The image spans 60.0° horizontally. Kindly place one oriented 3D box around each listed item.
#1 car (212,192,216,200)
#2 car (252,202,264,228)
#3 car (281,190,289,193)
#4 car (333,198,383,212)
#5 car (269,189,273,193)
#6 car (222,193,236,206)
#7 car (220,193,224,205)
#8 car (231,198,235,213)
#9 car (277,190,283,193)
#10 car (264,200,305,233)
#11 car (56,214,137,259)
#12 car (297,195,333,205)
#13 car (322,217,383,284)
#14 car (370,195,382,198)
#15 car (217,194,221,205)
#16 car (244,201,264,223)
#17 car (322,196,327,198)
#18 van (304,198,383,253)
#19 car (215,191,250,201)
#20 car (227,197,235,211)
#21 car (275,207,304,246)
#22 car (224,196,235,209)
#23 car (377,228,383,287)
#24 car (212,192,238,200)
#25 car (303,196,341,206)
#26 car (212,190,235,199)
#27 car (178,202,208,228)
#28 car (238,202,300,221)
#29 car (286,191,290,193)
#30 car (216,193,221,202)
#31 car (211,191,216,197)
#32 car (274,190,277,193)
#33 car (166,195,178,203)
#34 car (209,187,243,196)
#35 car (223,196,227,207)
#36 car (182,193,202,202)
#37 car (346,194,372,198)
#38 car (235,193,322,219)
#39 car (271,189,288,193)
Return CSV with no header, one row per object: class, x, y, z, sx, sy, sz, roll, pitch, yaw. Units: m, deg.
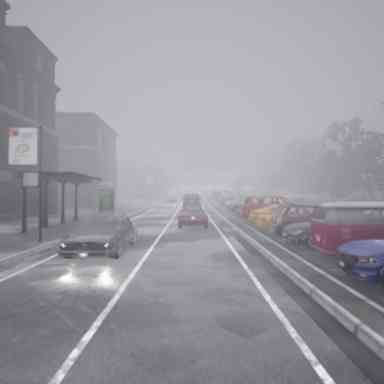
car,6.464,1.140,58.508,4.792,1.488,2.163,0,2,0
car,6.498,1.553,19.497,5.366,1.575,1.946,0,0,0
car,19.771,1.006,61.280,5.366,1.575,1.946,0,2,0
car,19.489,1.517,39.109,5.008,1.535,2.097,0,1,0
car,19.640,0.557,72.557,4.674,1.452,2.002,0,3,0
car,6.447,1.362,41.784,4.553,1.767,2.185,0,1,0
car,6.460,1.321,44.564,4.553,1.767,2.185,0,1,0
car,6.335,1.599,30.633,4.792,1.488,2.163,0,0,0
car,19.784,0.898,64.074,5.366,1.575,1.946,0,2,0
car,6.269,1.427,16.840,4.553,1.767,2.185,0,0,0
car,-3.360,1.572,12.956,2.033,1.411,5.357,0,0,0
car,19.542,1.264,53.048,5.008,1.535,2.097,0,1,0
car,6.267,1.537,8.365,5.008,1.535,2.097,0,0,0
car,19.476,1.442,30.738,4.553,1.767,2.185,0,0,0
car,6.470,1.426,47.354,4.792,1.488,2.163,0,1,0
car,6.320,1.561,22.281,5.008,1.535,2.097,0,0,0
car,19.311,1.481,41.899,5.366,1.575,1.946,0,1,0
van,6.391,1.317,11.148,4.442,1.987,1.878,0,0,0
car,6.436,1.145,52.924,4.553,1.767,2.185,0,1,0
car,6.372,1.561,33.421,5.008,1.535,2.097,0,0,0
car,6.294,1.549,13.932,4.892,1.521,2.231,0,0,0
car,6.384,1.544,36.210,5.008,1.535,2.097,0,0,0
car,6.243,1.531,5.582,5.008,1.535,2.097,0,0,0
car,6.526,0.788,66.863,5.008,1.535,2.097,0,2,0
car,19.528,1.336,50.131,4.892,1.521,2.231,0,1,0
car,6.575,0.536,69.634,4.553,1.767,2.185,0,3,0
car,0.072,1.603,22.809,1.994,1.385,4.181,0,0,0
car,6.349,1.609,27.848,4.674,1.452,2.002,0,0,0
car,19.544,1.132,58.628,4.792,1.488,2.163,0,2,0
car,6.425,1.367,50.141,4.792,1.488,2.163,0,1,0
car,6.499,1.014,61.284,4.892,1.521,2.231,0,2,0
car,19.640,0.813,66.866,4.792,1.488,2.163,0,3,0
car,-3.411,1.230,57.383,2.033,1.411,5.357,0,1,0
car,6.547,0.654,64.062,5.566,2.045,2.435,0,2,0
car,6.406,1.560,38.999,4.674,1.452,2.002,0,0,0
car,0.018,1.179,40.192,2.150,2.045,5.566,0,1,0
car,19.499,1.291,36.318,5.566,2.045,2.435,0,0,0
car,6.367,1.314,25.065,5.566,2.045,2.435,0,0,0
car,19.627,0.691,69.775,4.674,1.452,2.002,0,3,0
